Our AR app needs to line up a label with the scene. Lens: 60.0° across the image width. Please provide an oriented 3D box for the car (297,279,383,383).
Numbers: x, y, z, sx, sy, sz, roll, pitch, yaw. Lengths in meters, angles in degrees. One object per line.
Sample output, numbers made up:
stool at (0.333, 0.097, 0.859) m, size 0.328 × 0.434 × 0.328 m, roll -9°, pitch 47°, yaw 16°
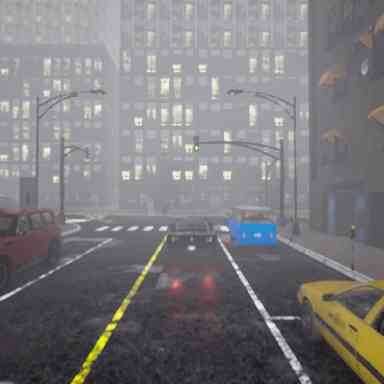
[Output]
car at (2.568, 1.562, 3.738) m, size 1.752 × 1.417 × 4.829 m, roll 0°, pitch -1°, yaw 0°

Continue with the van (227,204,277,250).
van at (2.565, 1.484, 14.850) m, size 1.690 × 1.788 × 3.998 m, roll 0°, pitch -1°, yaw 0°

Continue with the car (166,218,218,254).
car at (-0.003, 1.736, 14.114) m, size 1.895 × 1.301 × 4.718 m, roll 0°, pitch -1°, yaw 0°

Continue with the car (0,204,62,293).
car at (-5.313, 1.404, 9.208) m, size 2.192 × 1.841 × 5.009 m, roll 0°, pitch -1°, yaw 0°

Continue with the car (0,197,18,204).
car at (-20.885, 1.434, 34.820) m, size 5.009 × 1.841 × 2.192 m, roll 1°, pitch -2°, yaw 0°
